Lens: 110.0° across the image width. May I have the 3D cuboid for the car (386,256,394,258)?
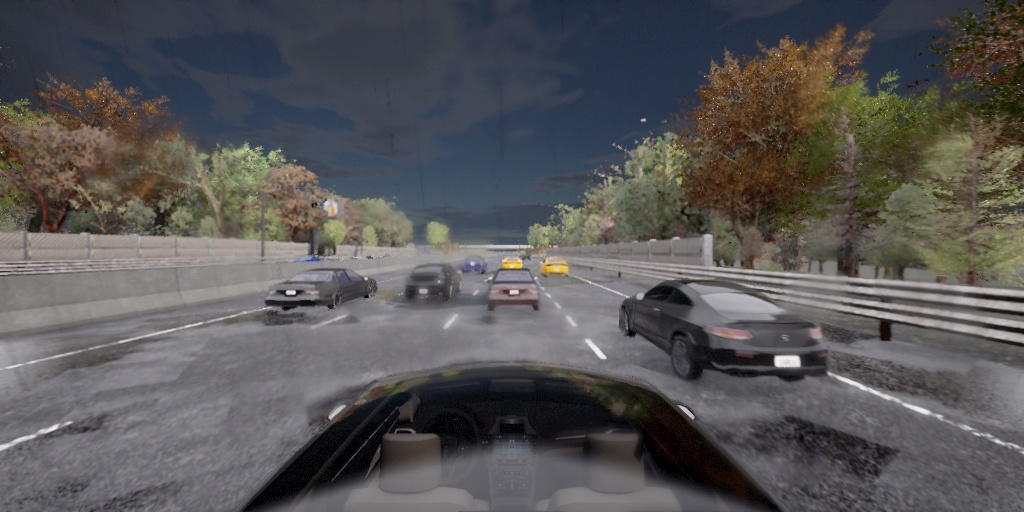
[{"bbox_3d":[-17.699,0.747,51.795,2.033,1.411,5.357,0,1,0],"label":"car"}]

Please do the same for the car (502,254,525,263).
[{"bbox_3d":[0.009,0.844,36.084,1.882,1.535,5.008,0,1,0],"label":"car"}]

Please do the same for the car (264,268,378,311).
[{"bbox_3d":[-6.939,1.161,13.730,2.033,1.411,5.357,0,1,0],"label":"car"}]

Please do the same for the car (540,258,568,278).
[{"bbox_3d":[3.424,0.876,29.591,1.882,1.535,5.008,0,1,0],"label":"car"}]

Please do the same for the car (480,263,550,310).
[{"bbox_3d":[0.066,1.159,13.825,2.033,1.411,5.357,0,1,0],"label":"car"}]

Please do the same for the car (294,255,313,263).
[{"bbox_3d":[-28.193,0.700,49.816,1.882,1.535,5.008,0,1,0],"label":"car"}]

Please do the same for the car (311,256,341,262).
[{"bbox_3d":[-24.698,0.835,48.684,1.895,1.301,4.718,0,1,0],"label":"car"}]

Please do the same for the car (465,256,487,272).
[{"bbox_3d":[-3.489,0.739,34.229,2.097,1.767,4.553,0,1,0],"label":"car"}]

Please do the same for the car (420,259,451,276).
[{"bbox_3d":[-6.983,1.001,33.079,1.895,1.301,4.718,0,1,0],"label":"car"}]

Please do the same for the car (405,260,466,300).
[{"bbox_3d":[-3.440,1.089,16.318,1.837,1.490,4.892,0,1,0],"label":"car"}]

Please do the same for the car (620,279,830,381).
[{"bbox_3d":[3.561,1.174,6.944,1.812,1.442,4.674,0,1,0],"label":"car"}]

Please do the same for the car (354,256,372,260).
[{"bbox_3d":[-21.197,0.735,50.920,1.812,1.442,4.674,0,0,0],"label":"car"}]
